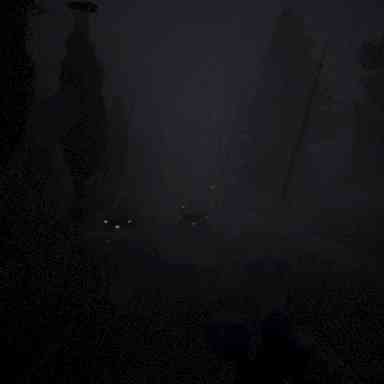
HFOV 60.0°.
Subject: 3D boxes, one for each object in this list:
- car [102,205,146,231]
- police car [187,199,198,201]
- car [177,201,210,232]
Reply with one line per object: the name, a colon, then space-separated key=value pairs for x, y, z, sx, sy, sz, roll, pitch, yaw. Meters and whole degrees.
car: x=-4.089 y=1.535 z=20.895 sx=2.033 sy=1.411 sz=5.357 roll=0 pitch=0 yaw=0
police car: x=0.032 y=1.485 z=32.179 sx=2.038 sy=1.542 sz=4.974 roll=0 pitch=0 yaw=0
car: x=0.101 y=1.514 z=19.928 sx=1.812 sy=1.442 sz=4.674 roll=0 pitch=0 yaw=0
